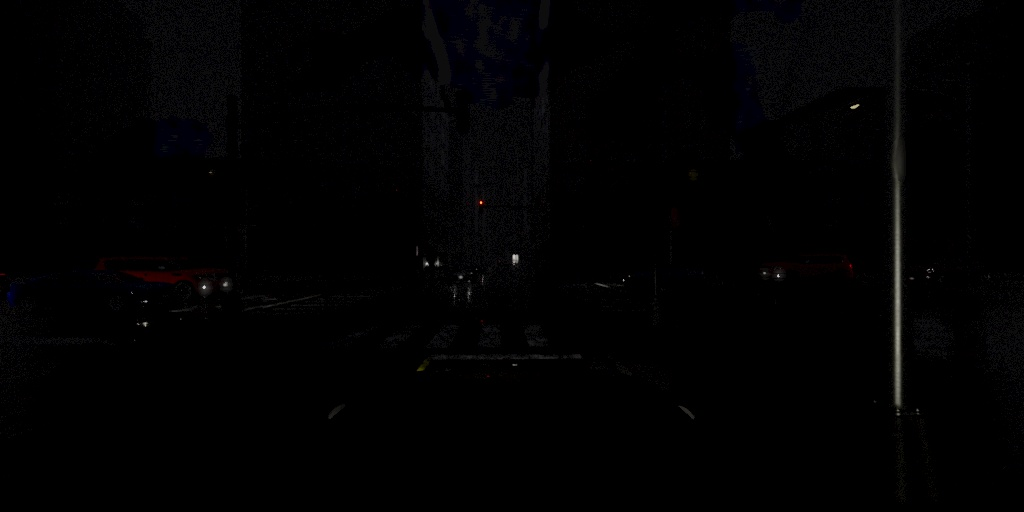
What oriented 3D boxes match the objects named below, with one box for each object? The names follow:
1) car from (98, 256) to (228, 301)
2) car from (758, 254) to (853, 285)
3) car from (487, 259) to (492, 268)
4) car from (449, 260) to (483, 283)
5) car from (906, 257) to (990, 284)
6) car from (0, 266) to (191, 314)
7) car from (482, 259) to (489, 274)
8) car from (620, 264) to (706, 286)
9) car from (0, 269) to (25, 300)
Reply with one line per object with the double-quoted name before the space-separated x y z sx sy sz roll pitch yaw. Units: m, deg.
"car" -16.338 1.024 16.951 5.566 2.045 2.150 0 0 -2
"car" 20.200 0.879 24.751 5.566 2.045 2.150 0 0 -2
"car" -4.608 1.292 62.892 1.837 1.490 4.892 0 -1 -1
"car" -3.681 1.246 27.710 2.128 1.511 4.902 0 0 -2
"car" 30.093 0.978 25.040 4.553 1.767 2.097 0 0 -2
"car" -15.780 1.278 13.715 5.008 1.535 1.882 0 0 -2
"car" -4.062 1.367 41.826 1.895 1.301 4.718 0 0 -2
"car" 10.242 1.240 24.453 5.357 1.411 2.033 0 0 -2
"car" -26.261 1.365 16.648 4.674 1.442 1.812 0 0 -1
